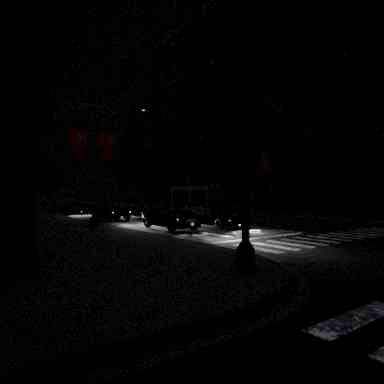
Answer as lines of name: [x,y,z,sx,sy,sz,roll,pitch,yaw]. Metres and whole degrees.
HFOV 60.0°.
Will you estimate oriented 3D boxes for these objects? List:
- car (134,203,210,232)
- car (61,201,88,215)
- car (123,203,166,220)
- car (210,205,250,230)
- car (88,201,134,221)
car: [-1.400,1.554,20.654,2.128,1.511,4.902,0,0,-36]
car: [-13.028,1.687,36.840,2.033,1.411,5.357,0,0,-35]
car: [-4.455,1.710,30.463,1.895,1.301,4.718,0,0,-36]
car: [1.441,1.617,22.331,2.033,1.411,5.357,0,0,-33]
car: [-6.847,1.700,28.228,1.895,1.301,4.718,0,0,-36]
